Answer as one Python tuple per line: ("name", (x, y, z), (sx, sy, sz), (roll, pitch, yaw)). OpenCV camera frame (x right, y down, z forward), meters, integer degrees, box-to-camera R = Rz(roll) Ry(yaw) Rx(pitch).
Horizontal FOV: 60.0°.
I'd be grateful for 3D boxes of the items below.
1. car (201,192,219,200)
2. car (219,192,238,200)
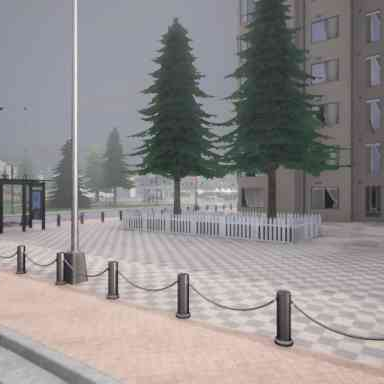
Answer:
("car", (5.185, 1.381, 91.418), (3.806, 1.475, 1.970), (0, 0, 35))
("car", (9.547, 1.371, 84.715), (3.633, 1.501, 1.845), (0, 0, 35))
